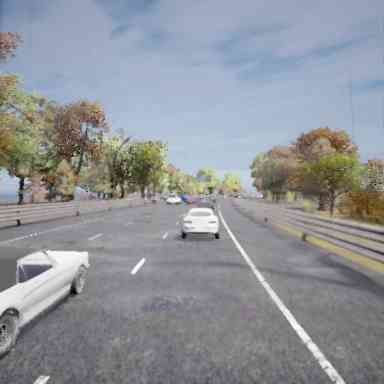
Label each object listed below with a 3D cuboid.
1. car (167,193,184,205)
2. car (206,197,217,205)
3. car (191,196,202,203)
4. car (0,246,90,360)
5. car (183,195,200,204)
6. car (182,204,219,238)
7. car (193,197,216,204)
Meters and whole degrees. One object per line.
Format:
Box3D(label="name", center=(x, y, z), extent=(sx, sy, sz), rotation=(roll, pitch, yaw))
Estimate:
Box3D(label="car", center=(-3.490, 1.436, 64.409), extent=(2.150, 2.045, 5.566), rotation=(0, 0, 6))
Box3D(label="car", center=(4.068, 1.785, 69.553), extent=(2.128, 1.511, 4.902), rotation=(0, 0, 6))
Box3D(label="car", center=(1.062, 1.646, 74.329), extent=(2.128, 1.511, 4.902), rotation=(0, 0, 7))
Box3D(label="car", center=(-3.388, 1.607, 5.866), extent=(1.895, 1.301, 4.718), rotation=(0, 0, 1))
Box3D(label="car", center=(0.032, 1.787, 64.477), extent=(1.994, 1.385, 4.181), rotation=(0, 0, 6))
Box3D(label="car", center=(0.476, 1.584, 17.973), extent=(1.812, 1.442, 4.674), rotation=(0, 0, 2))
Box3D(label="car", center=(1.575, 1.623, 39.093), extent=(2.128, 1.511, 4.902), rotation=(0, 0, 4))
